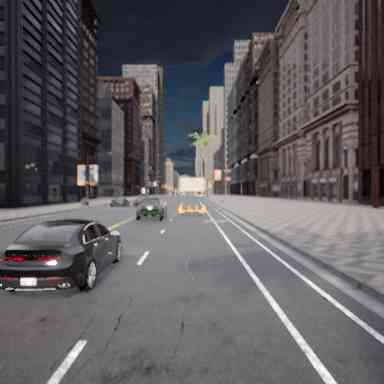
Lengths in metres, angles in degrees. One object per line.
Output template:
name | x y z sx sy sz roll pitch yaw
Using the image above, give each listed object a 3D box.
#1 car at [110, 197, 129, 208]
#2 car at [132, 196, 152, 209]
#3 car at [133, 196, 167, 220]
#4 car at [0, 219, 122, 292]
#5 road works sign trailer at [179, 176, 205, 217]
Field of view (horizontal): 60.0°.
car | -9.835 1.421 45.371 1.994 1.385 4.181 0 0 0
car | -6.589 1.337 44.307 1.882 1.535 5.008 0 0 0
car | -3.153 1.263 26.838 2.097 1.767 4.553 0 0 0
car | -3.150 1.474 8.834 1.837 1.490 4.892 0 0 0
road works sign trailer | -0.004 0.365 30.180 2.380 3.560 2.880 0 0 0
